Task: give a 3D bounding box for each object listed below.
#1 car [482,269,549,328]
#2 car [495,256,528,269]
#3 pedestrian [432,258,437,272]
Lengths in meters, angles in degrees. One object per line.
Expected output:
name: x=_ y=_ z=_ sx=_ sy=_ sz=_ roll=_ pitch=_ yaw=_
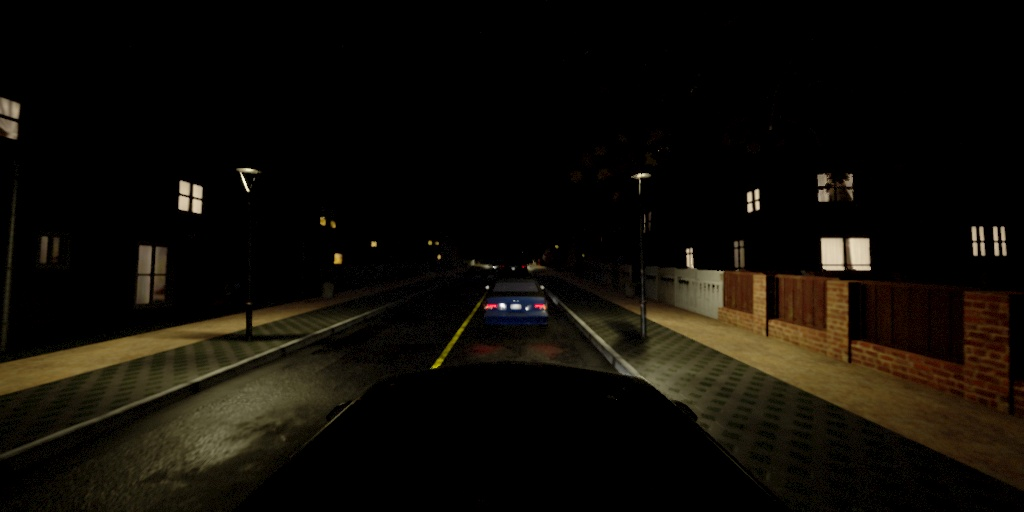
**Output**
car: x=0.095 y=1.302 z=11.374 sx=2.033 sy=1.411 sz=5.357 roll=0 pitch=0 yaw=0
car: x=0.088 y=0.996 z=28.020 sx=2.150 sy=2.045 sz=5.566 roll=0 pitch=0 yaw=0
pedestrian: x=-9.835 y=1.176 z=45.421 sx=0.375 sy=1.860 sz=0.375 roll=0 pitch=-3 yaw=-1
